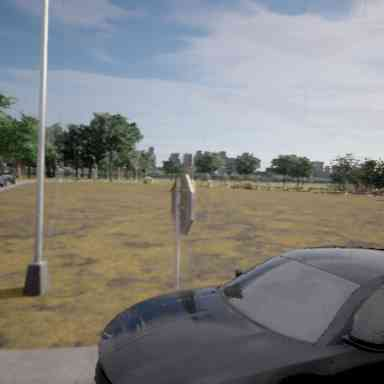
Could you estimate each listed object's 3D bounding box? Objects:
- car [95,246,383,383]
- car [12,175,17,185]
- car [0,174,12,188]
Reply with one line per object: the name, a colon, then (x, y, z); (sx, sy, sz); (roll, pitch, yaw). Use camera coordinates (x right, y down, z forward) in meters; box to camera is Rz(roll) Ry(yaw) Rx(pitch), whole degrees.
car: (1.565, 1.394, 3.572); (5.008, 1.535, 1.882); (1, 2, -21)
car: (-27.923, -1.893, 50.670); (1.837, 1.490, 4.892); (0, 3, -22)
car: (-24.135, -1.289, 41.365); (1.994, 1.385, 4.181); (0, 3, -22)
